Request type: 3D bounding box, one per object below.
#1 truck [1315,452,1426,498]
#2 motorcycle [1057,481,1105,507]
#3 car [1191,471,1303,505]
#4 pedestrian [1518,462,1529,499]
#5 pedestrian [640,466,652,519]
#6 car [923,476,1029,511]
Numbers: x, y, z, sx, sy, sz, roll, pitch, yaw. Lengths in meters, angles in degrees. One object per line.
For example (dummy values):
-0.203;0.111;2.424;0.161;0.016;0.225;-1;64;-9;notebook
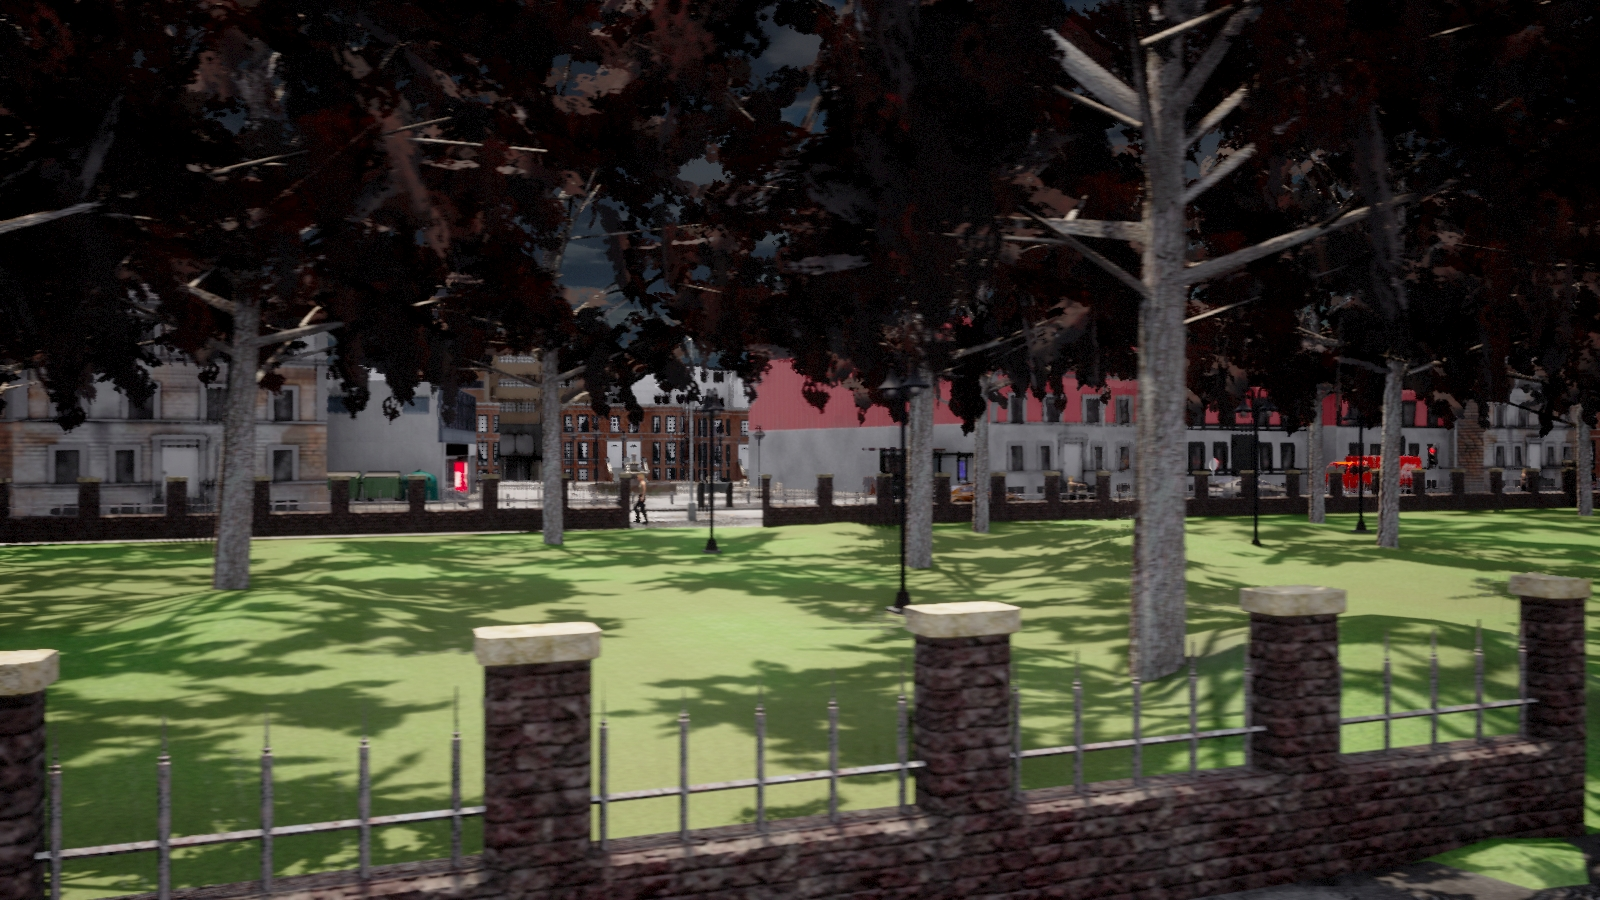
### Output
31.731;1.353;63.579;5.204;2.467;2.627;0;0;-20;truck
12.931;1.996;52.501;2.033;1.145;0.803;0;0;-20;motorcycle
21.776;1.831;55.685;4.902;1.511;2.128;0;0;-20;car
36.588;1.532;57.794;0.375;1.860;0.375;0;0;15;pedestrian
-5.507;1.524;40.946;0.375;1.860;0.375;0;0;-17;pedestrian
7.773;1.913;50.612;4.181;1.385;1.994;-1;0;-20;car
